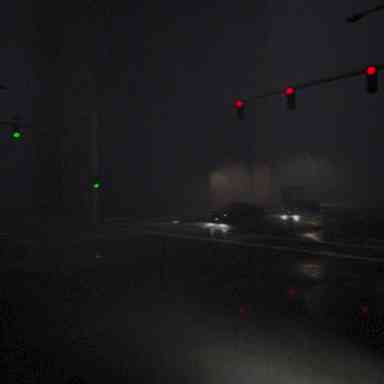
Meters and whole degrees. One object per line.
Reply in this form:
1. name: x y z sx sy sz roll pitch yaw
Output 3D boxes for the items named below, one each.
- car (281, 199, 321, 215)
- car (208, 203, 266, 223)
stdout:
1. car: 10.984 1.453 33.136 5.357 1.411 2.033 -1 0 -45
2. car: 3.651 1.542 25.864 5.357 1.411 2.033 -1 0 -45
